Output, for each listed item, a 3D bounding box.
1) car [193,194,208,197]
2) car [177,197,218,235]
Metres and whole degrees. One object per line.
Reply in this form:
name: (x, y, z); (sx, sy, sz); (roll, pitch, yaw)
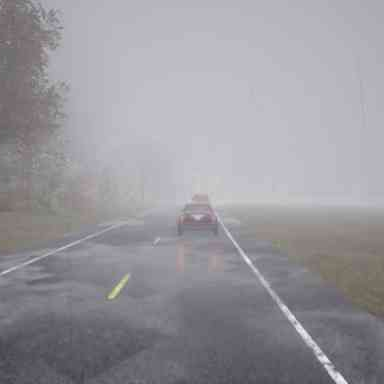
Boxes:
car: (1.086, 1.220, 39.481); (2.150, 2.045, 5.566); (0, 0, 3)
car: (0.340, 1.341, 18.822); (2.097, 1.767, 4.553); (0, 0, 1)
